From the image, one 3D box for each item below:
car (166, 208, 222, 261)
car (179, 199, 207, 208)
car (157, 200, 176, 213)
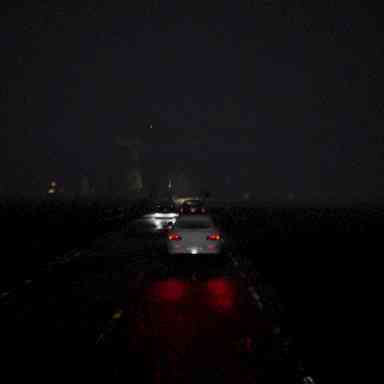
[{"bbox_3d":[0.075,1.527,12.195,1.812,1.442,4.674,0,0,0],"label":"car"},{"bbox_3d":[0.075,1.351,26.017,2.097,1.767,4.553,0,0,0],"label":"car"},{"bbox_3d":[-2.803,1.597,37.258,1.895,1.301,4.718,0,0,0],"label":"car"}]
